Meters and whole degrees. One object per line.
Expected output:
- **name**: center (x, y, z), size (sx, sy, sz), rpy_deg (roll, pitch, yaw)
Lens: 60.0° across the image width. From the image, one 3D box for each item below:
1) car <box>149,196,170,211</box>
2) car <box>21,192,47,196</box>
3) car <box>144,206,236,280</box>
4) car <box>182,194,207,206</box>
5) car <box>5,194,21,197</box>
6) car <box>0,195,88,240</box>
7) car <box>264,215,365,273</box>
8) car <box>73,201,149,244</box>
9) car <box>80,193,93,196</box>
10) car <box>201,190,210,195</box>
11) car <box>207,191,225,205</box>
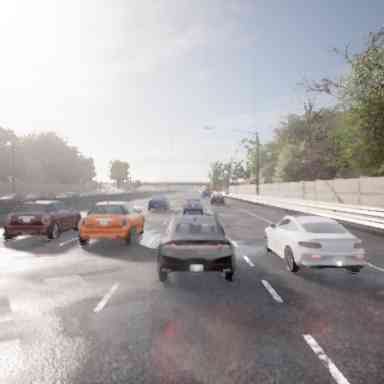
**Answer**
- **car**: center (-3.406, 1.118, 34.620), size (1.882, 1.535, 5.008), rpy_deg (0, 1, 0)
- **car**: center (-24.547, 0.809, 52.850), size (2.097, 1.767, 4.553), rpy_deg (0, 1, 1)
- **car**: center (0.099, 1.390, 9.554), size (2.128, 1.511, 4.902), rpy_deg (0, 1, 0)
- **car**: center (0.094, 1.227, 30.788), size (2.033, 1.411, 5.357), rpy_deg (0, 1, 0)
- **car**: center (-28.036, 1.010, 52.224), size (2.033, 1.411, 5.357), rpy_deg (0, 1, 1)
- **car**: center (-6.904, 1.183, 15.997), size (2.097, 1.767, 4.553), rpy_deg (0, 1, 0)
- **car**: center (3.498, 1.416, 10.203), size (1.812, 1.442, 4.674), rpy_deg (0, 1, 0)
- **car**: center (-3.404, 1.194, 14.947), size (2.097, 1.767, 4.553), rpy_deg (0, 1, 0)
- **car**: center (-17.553, 0.914, 54.932), size (1.882, 1.535, 5.008), rpy_deg (0, 1, 1)
- **car**: center (3.484, 0.431, 80.890), size (2.150, 2.045, 5.566), rpy_deg (0, 0, 0)
- **car**: center (3.491, 0.994, 46.842), size (1.882, 1.535, 5.008), rpy_deg (0, 1, 0)
